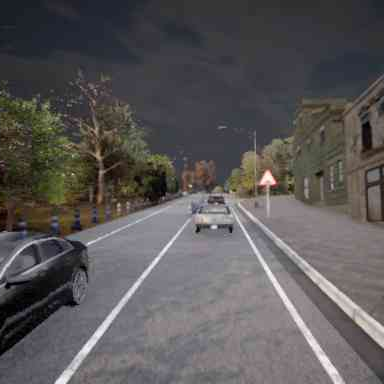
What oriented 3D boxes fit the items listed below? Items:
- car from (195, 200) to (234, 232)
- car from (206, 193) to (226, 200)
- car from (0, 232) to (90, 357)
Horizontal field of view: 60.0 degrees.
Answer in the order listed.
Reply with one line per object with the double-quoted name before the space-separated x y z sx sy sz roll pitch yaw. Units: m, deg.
"car" 1.211 1.313 17.881 1.895 1.301 4.718 0 1 4
"car" 2.627 0.835 36.416 1.837 1.490 4.892 0 1 4
"car" -3.128 1.454 5.079 2.128 1.511 4.902 0 1 3
